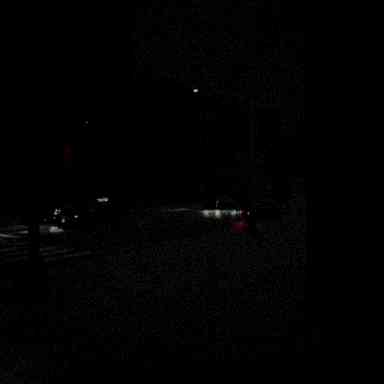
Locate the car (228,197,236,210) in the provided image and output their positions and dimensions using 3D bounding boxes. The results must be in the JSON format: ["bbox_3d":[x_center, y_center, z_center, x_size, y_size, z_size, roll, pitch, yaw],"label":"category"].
[{"bbox_3d":[6.577,1.454,40.035,1.895,1.301,4.718,0,0,35],"label":"car"}]

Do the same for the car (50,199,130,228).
[{"bbox_3d":[-6.288,1.440,21.887,2.128,1.511,4.902,0,0,35],"label":"car"}]

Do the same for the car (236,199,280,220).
[{"bbox_3d":[5.691,1.410,27.229,1.812,1.442,4.674,0,0,35],"label":"car"}]

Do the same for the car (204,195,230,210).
[{"bbox_3d":[3.433,1.217,41.219,2.097,1.767,4.553,0,0,35],"label":"car"}]

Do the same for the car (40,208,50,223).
[{"bbox_3d":[-8.590,1.306,24.256,2.097,1.767,4.553,0,0,35],"label":"car"}]
